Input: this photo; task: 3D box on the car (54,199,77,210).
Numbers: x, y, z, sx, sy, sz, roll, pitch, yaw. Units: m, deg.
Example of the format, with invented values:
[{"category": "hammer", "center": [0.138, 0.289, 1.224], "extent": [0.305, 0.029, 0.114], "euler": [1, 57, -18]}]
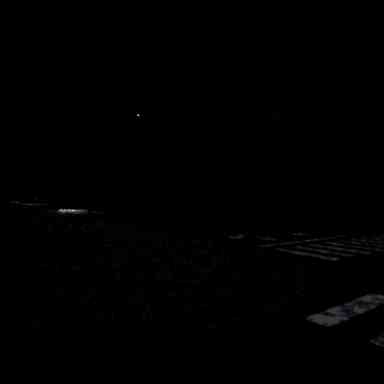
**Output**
[{"category": "car", "center": [-16.074, 1.520, 42.116], "extent": [1.994, 1.385, 4.181], "euler": [1, 0, -36]}]

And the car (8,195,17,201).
[{"category": "car", "center": [-41.598, 1.450, 77.709], "extent": [1.994, 1.385, 4.181], "euler": [1, 0, -36]}]

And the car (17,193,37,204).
[{"category": "car", "center": [-30.855, 1.197, 62.733], "extent": [2.150, 2.045, 5.566], "euler": [1, 0, -36]}]
